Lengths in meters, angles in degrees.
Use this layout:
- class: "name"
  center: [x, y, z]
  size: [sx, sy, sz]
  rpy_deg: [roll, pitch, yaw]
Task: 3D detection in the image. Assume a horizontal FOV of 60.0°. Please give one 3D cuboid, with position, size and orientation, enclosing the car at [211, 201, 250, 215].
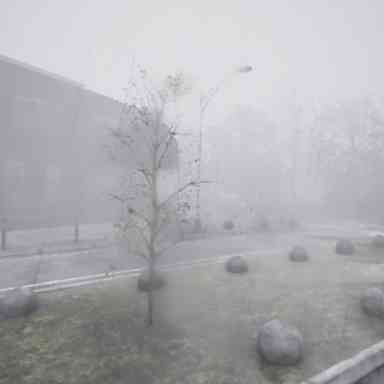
- class: "car"
  center: [4.640, 1.854, 40.626]
  size: [4.553, 1.767, 2.097]
  rpy_deg: [1, -1, 34]
